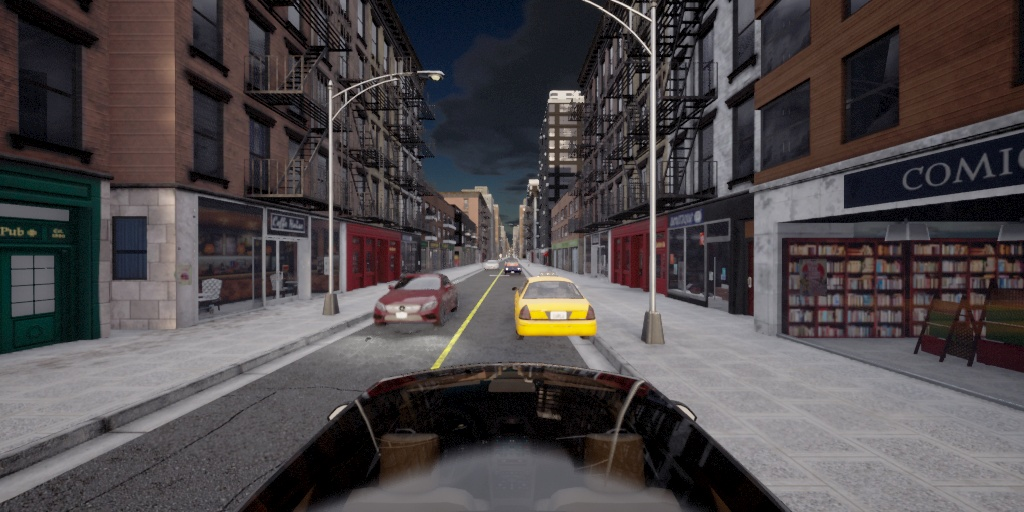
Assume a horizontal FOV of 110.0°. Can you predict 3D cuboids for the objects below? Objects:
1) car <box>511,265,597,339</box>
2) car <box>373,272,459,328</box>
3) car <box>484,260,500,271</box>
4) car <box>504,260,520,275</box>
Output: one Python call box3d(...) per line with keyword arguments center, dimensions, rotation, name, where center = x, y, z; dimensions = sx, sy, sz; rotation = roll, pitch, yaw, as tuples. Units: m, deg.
box3d(center=(0.965, 1.206, 9.991), dimensions=(1.801, 1.575, 5.366), rotation=(0, 0, 0), name="car")
box3d(center=(-2.845, 1.275, 11.584), dimensions=(1.812, 1.442, 4.674), rotation=(0, 0, 0), name="car")
box3d(center=(-2.733, 1.311, 48.909), dimensions=(1.812, 1.442, 4.674), rotation=(0, 0, 0), name="car")
box3d(center=(0.089, 1.373, 39.079), dimensions=(1.895, 1.301, 4.718), rotation=(0, 0, 0), name="car")
